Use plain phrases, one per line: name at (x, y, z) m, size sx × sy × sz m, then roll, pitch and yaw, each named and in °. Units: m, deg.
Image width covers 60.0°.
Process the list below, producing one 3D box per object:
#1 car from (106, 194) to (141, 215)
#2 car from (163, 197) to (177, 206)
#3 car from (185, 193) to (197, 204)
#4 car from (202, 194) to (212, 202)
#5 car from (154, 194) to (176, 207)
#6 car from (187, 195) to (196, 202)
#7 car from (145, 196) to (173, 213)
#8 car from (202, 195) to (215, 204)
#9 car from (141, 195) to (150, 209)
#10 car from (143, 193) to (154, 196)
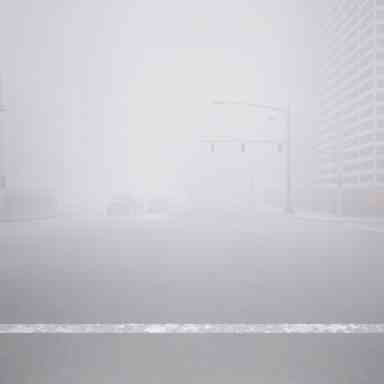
car at (-7.156, 1.221, 34.551) m, size 2.150 × 2.045 × 5.566 m, roll 0°, pitch 0°, yaw 2°
car at (-3.707, 1.563, 56.503) m, size 1.994 × 1.385 × 4.181 m, roll 0°, pitch 0°, yaw 0°
car at (-0.135, 1.220, 63.770) m, size 2.150 × 2.045 × 5.566 m, roll 0°, pitch 0°, yaw 0°
car at (3.345, 1.353, 74.593) m, size 2.097 × 1.767 × 4.553 m, roll 0°, pitch 0°, yaw 0°
car at (-3.695, 1.351, 46.690) m, size 2.097 × 1.767 × 4.553 m, roll 0°, pitch 0°, yaw 0°
car at (-0.158, 1.380, 74.441) m, size 1.994 × 1.385 × 4.181 m, roll 0°, pitch 0°, yaw 0°
car at (-3.680, 1.491, 37.473) m, size 2.128 × 1.511 × 4.902 m, roll 0°, pitch 0°, yaw 0°
car at (3.459, 1.524, 64.690) m, size 1.812 × 1.442 × 4.674 m, roll 0°, pitch 0°, yaw 0°
car at (-7.195, 1.546, 44.802) m, size 2.033 × 1.411 × 5.357 m, roll 0°, pitch 0°, yaw 0°
car at (-7.206, 1.220, 55.326) m, size 2.150 × 2.045 × 5.566 m, roll 0°, pitch 0°, yaw 0°
